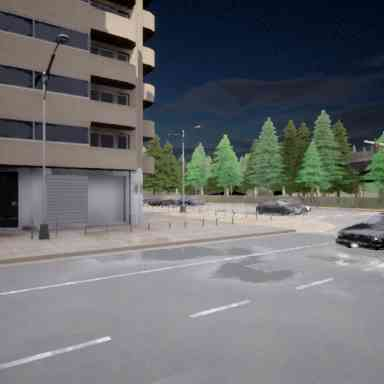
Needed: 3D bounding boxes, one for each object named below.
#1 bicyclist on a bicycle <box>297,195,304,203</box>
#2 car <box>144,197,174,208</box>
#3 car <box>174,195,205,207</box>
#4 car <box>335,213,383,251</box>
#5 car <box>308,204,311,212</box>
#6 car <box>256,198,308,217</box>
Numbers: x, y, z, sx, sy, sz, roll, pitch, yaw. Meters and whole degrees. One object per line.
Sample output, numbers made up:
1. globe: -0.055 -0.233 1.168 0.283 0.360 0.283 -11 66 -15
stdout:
1. bicyclist on a bicycle: 15.132 1.233 46.411 1.656 1.620 0.582 0 0 -35
2. car: -4.248 1.484 48.494 2.033 1.411 5.357 0 0 -41
3. car: -0.081 1.289 48.561 2.097 1.767 4.553 0 0 -39
4. car: 8.201 1.543 13.367 5.357 1.411 2.033 0 0 -30
5. car: 9.978 1.427 34.496 2.128 1.511 4.902 0 0 -35
6. car: 8.047 1.463 31.092 1.812 1.442 4.674 0 0 -34
